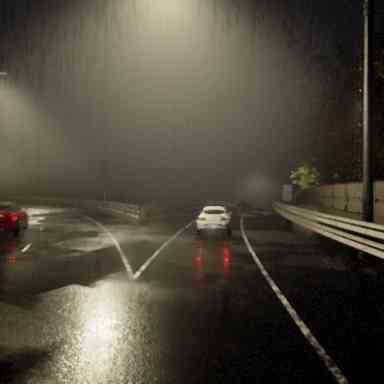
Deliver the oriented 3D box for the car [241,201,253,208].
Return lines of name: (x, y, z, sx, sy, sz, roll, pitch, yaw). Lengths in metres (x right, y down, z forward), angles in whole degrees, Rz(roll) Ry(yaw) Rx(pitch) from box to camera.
car: (11.964, 2.760, 72.595, 2.128, 1.511, 4.902, 0, -4, 14)

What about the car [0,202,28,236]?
car: (-10.147, 1.306, 17.877, 2.097, 1.767, 4.553, 0, 0, -20)

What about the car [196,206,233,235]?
car: (1.301, 1.523, 18.863, 1.812, 1.442, 4.674, 0, 0, 6)

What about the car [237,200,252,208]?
car: (9.689, 2.269, 62.853, 1.994, 1.385, 4.181, 0, -3, 13)
